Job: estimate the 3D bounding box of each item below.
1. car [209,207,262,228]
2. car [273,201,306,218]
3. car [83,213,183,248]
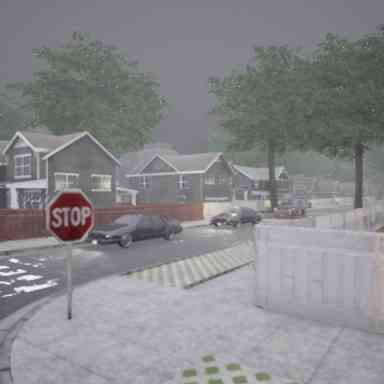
[{"bbox_3d":[3.415,1.834,24.850,2.033,1.411,5.357,-1,-1,36],"label":"car"},{"bbox_3d":[9.981,1.710,34.041,2.097,1.767,4.553,-1,-1,36],"label":"car"},{"bbox_3d":[-2.628,1.772,16.383,2.033,1.411,5.357,-1,-1,35],"label":"car"}]
